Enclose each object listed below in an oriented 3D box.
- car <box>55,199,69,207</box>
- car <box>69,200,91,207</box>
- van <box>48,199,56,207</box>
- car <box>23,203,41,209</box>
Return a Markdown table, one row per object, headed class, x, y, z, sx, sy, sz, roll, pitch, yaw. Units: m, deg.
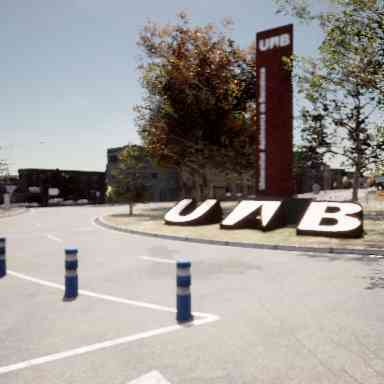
| class | x | y | z | sx | sy | sz | roll | pitch | yaw |
| --- | --- | --- | --- | --- | --- | --- | --- | --- | --- |
| car | -26.440 | 2.578 | 71.134 | 4.792 | 1.488 | 2.163 | -4 | -2 | 41 |
| car | -22.265 | 2.293 | 67.571 | 4.674 | 1.452 | 2.002 | -4 | -4 | 41 |
| van | -30.704 | 2.626 | 74.791 | 4.442 | 1.987 | 1.878 | -4 | -2 | 41 |
| car | -38.973 | 3.481 | 81.894 | 4.674 | 1.452 | 2.002 | -4 | -2 | 41 |
